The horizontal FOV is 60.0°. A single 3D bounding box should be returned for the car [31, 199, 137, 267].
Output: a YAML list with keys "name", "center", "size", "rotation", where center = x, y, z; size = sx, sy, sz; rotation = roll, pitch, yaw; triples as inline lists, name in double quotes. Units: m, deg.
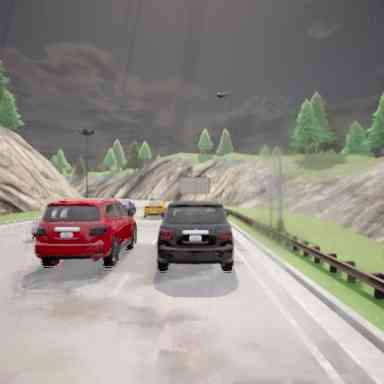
- name: "car"
  center: [-3.402, 1.267, 11.715]
  size: [2.150, 2.045, 5.566]
  rotation: [0, 0, 0]

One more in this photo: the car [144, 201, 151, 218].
- name: "car"
  center: [-3.453, 1.599, 31.884]
  size: [1.882, 1.535, 5.008]
  rotation: [0, 0, -1]

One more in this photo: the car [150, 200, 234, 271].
- name: "car"
  center: [0.097, 1.266, 11.143]
  size: [2.150, 2.045, 5.566]
  rotation: [0, 0, 0]

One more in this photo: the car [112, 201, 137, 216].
- name: "car"
  center: [-7.037, 1.659, 34.938]
  size: [1.812, 1.442, 4.674]
  rotation: [0, 0, -2]

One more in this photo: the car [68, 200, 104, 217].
- name: "car"
  center: [-10.482, 1.617, 33.323]
  size: [2.128, 1.511, 4.902]
  rotation: [0, 0, -1]

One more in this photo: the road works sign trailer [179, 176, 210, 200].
- name: "road works sign trailer"
  center: [0.208, 0.563, 25.792]
  size: [2.380, 3.560, 2.880]
  rotation: [0, 0, 0]

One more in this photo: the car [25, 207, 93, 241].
- name: "car"
  center: [-6.904, 1.594, 17.850]
  size: [1.812, 1.442, 4.674]
  rotation: [0, 0, 0]

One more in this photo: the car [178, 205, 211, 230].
- name: "car"
  center: [0.124, 1.643, 22.291]
  size: [1.994, 1.385, 4.181]
  rotation: [0, 0, -1]
